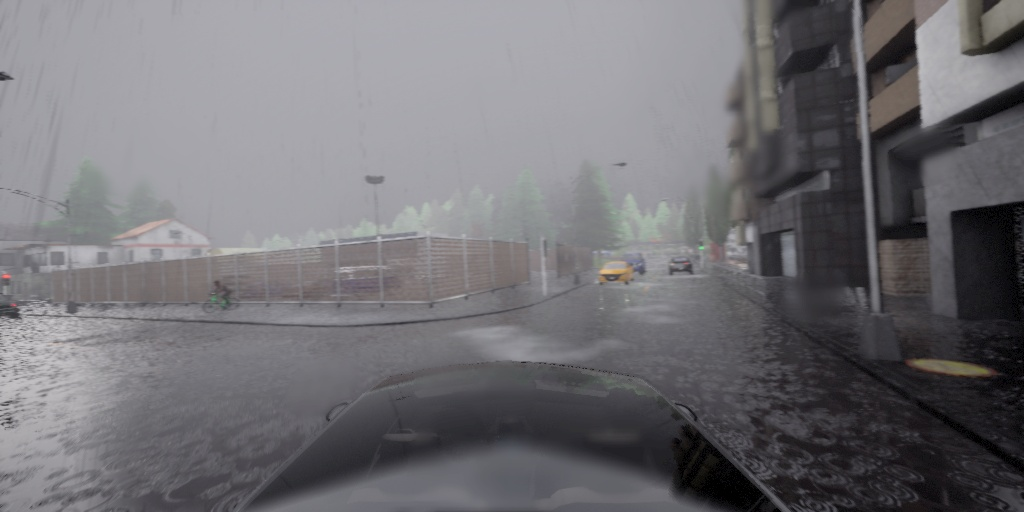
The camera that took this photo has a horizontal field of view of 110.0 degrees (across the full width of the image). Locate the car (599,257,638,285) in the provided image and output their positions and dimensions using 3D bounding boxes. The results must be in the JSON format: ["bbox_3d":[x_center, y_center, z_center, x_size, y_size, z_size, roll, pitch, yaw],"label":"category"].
[{"bbox_3d":[7.383,1.125,25.198,1.882,1.535,5.008,-3,-1,24],"label":"car"}]

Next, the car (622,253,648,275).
[{"bbox_3d":[11.758,0.757,34.961,2.150,2.045,5.566,-3,-1,24],"label":"car"}]

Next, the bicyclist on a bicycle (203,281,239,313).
[{"bbox_3d":[-15.248,2.111,18.777,0.582,1.620,1.656,-3,0,24],"label":"bicyclist on a bicycle"}]

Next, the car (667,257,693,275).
[{"bbox_3d":[14.838,0.824,31.632,2.128,1.511,4.902,-3,-1,24],"label":"car"}]

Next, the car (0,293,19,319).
[{"bbox_3d":[-32.549,3.064,21.907,4.553,1.767,2.097,-3,-1,24],"label":"car"}]
